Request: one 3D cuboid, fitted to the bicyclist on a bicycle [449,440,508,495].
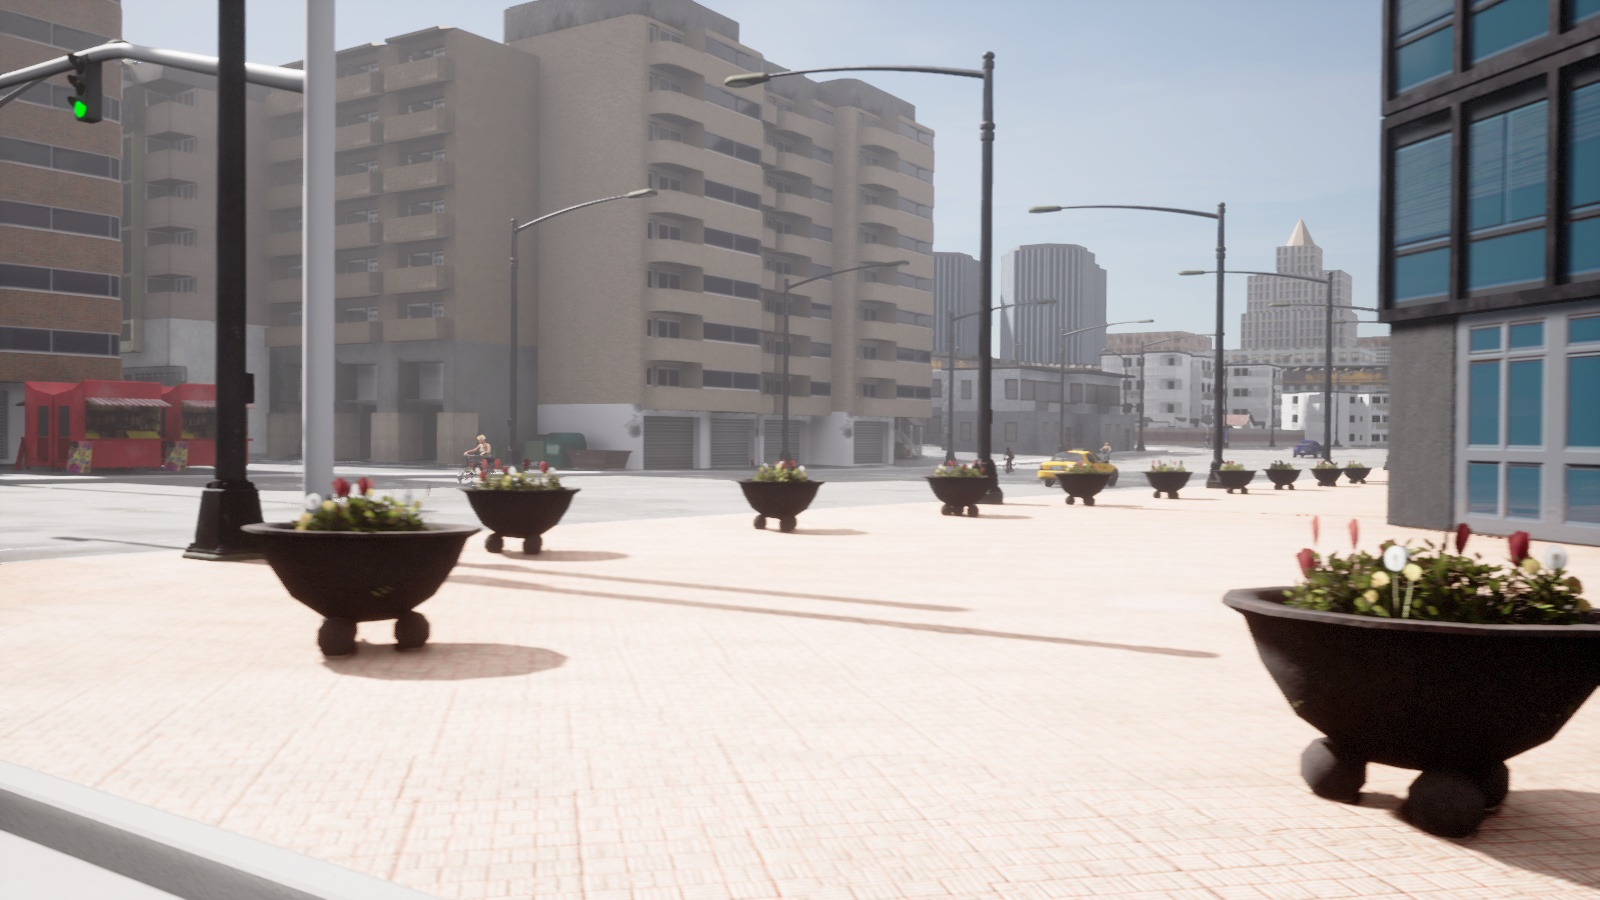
[{"bbox_3d":[-9.655,0.517,37.761,0.866,1.612,1.509,0,0,33],"label":"bicyclist on a bicycle"}]

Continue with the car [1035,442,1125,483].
[{"bbox_3d":[11.393,0.481,50.791,1.801,1.575,5.366,0,0,33],"label":"car"}]
